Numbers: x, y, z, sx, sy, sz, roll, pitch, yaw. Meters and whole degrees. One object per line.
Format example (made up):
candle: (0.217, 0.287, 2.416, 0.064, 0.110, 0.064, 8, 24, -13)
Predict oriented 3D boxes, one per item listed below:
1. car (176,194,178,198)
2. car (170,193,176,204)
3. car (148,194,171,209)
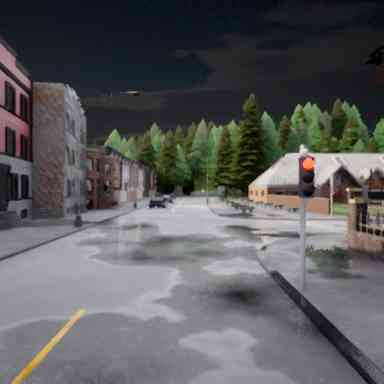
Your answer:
car: (-3.961, 0.858, 68.776, 1.812, 1.442, 4.674, 0, 0, 0)
car: (-4.070, 1.138, 53.110, 1.812, 1.442, 4.674, 0, 0, 0)
car: (-4.086, 1.252, 40.495, 2.033, 1.411, 5.357, 0, 0, 0)
